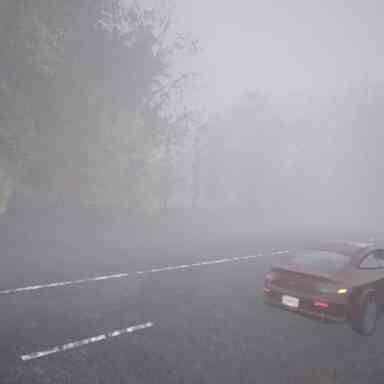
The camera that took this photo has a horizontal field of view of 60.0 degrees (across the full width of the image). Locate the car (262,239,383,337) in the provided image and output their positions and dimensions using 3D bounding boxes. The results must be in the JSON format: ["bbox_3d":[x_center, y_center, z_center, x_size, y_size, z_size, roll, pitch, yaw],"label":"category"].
[{"bbox_3d":[3.372,1.763,7.132,4.674,1.442,1.812,3,-2,-42],"label":"car"}]
